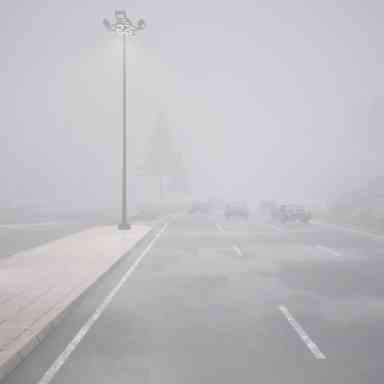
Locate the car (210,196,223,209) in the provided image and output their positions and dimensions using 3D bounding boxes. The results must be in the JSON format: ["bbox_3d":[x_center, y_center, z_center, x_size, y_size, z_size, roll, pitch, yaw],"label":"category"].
[{"bbox_3d":[3.294,1.352,44.417,2.097,1.767,4.553,0,0,16],"label":"car"}]

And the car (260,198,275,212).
[{"bbox_3d":[9.035,1.478,39.033,1.882,1.535,5.008,0,0,15],"label":"car"}]

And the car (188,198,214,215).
[{"bbox_3d":[0.870,1.601,34.408,1.895,1.301,4.718,0,0,9],"label":"car"}]

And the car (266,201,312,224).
[{"bbox_3d":[7.146,1.601,24.603,1.895,1.301,4.718,0,0,1],"label":"car"}]

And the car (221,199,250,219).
[{"bbox_3d":[3.809,1.601,29.230,1.895,1.301,4.718,0,0,3],"label":"car"}]

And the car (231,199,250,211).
[{"bbox_3d":[6.153,1.601,41.756,1.895,1.301,4.718,0,0,15],"label":"car"}]
